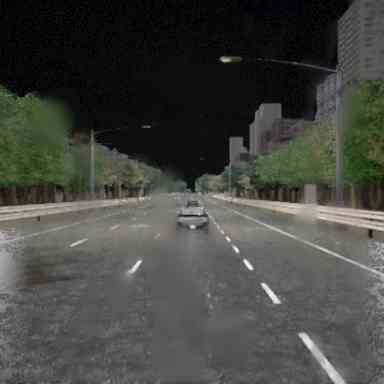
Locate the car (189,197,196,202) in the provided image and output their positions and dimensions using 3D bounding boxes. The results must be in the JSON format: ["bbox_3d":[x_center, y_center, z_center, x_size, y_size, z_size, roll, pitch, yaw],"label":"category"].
[{"bbox_3d":[0.174,2.040,88.461,1.895,1.301,4.718,0,0,0],"label":"car"}]

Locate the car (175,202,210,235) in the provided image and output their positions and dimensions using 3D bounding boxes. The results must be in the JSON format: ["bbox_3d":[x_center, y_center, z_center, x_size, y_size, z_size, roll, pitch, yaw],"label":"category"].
[{"bbox_3d":[0.038,1.595,19.618,2.128,1.511,4.902,0,0,0],"label":"car"}]

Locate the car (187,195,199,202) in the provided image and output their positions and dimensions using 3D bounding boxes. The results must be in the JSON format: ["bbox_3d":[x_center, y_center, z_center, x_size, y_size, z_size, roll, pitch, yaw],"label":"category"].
[{"bbox_3d":[0.117,1.828,58.757,1.837,1.490,4.892,0,0,0],"label":"car"}]
